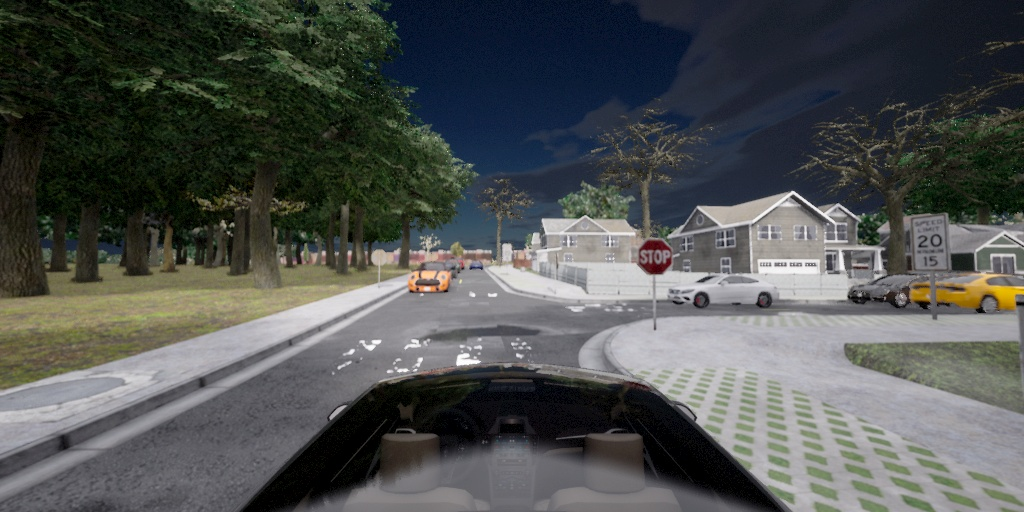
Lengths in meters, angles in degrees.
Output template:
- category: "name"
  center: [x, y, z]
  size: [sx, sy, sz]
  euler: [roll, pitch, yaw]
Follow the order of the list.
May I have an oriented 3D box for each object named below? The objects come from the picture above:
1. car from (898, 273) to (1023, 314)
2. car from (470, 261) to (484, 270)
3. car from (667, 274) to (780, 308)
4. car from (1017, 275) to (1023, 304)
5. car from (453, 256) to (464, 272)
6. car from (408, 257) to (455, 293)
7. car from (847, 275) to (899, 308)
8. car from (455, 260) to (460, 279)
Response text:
- category: "car"
  center: [18.438, 1.430, 13.927]
  size: [5.008, 1.535, 1.882]
  euler: [1, -3, -6]
- category: "car"
  center: [-5.528, 1.420, 56.459]
  size: [1.994, 1.385, 4.181]
  euler: [0, 0, -3]
- category: "car"
  center: [9.269, 1.503, 15.831]
  size: [4.674, 1.442, 1.812]
  euler: [1, -3, -6]
- category: "car"
  center: [28.807, 1.734, 17.973]
  size: [4.892, 1.490, 1.837]
  euler: [1, -3, -6]
- category: "car"
  center: [-7.197, 1.137, 42.945]
  size: [2.097, 1.767, 4.553]
  euler: [0, 0, -6]
- category: "car"
  center: [-4.629, 1.117, 20.730]
  size: [2.097, 1.767, 4.553]
  euler: [0, 0, -7]
- category: "car"
  center: [18.479, 1.600, 16.844]
  size: [4.892, 1.490, 1.837]
  euler: [1, -3, -6]
- category: "car"
  center: [-5.988, 1.329, 32.285]
  size: [1.994, 1.385, 4.181]
  euler: [0, 0, -6]
